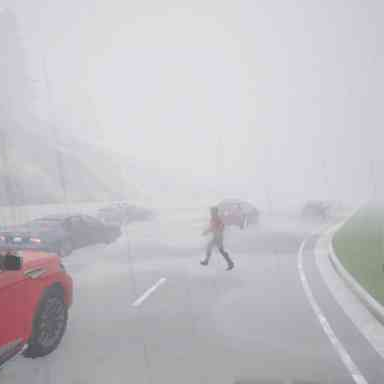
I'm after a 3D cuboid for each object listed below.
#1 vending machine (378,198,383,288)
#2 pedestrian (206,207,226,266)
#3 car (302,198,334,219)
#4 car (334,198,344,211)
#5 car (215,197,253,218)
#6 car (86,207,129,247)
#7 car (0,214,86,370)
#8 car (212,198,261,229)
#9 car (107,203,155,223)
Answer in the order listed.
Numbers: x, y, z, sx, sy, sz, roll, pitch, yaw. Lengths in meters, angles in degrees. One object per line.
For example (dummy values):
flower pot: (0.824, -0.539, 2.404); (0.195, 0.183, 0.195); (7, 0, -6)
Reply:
vending machine: (5.034, 1.195, 7.669); (1.100, 2.100, 0.880); (0, 0, 14)
pedestrian: (0.700, 1.293, 9.593); (0.375, 1.860, 0.375); (0, 0, 15)
car: (11.167, 1.502, 29.761); (1.837, 1.490, 4.892); (0, 0, 29)
car: (17.535, 1.523, 41.308); (1.812, 1.442, 4.674); (0, 0, 31)
car: (4.017, 1.350, 31.153); (2.097, 1.767, 4.553); (0, 0, 28)
car: (-4.750, 1.546, 12.886); (2.033, 1.411, 5.357); (0, 0, 17)
car: (-3.124, 1.221, 2.951); (2.150, 2.045, 5.566); (0, 0, 4)
car: (2.994, 1.351, 21.786); (2.097, 1.767, 4.553); (0, 0, 26)
car: (-4.424, 1.490, 22.904); (2.128, 1.511, 4.902); (0, 0, 27)
